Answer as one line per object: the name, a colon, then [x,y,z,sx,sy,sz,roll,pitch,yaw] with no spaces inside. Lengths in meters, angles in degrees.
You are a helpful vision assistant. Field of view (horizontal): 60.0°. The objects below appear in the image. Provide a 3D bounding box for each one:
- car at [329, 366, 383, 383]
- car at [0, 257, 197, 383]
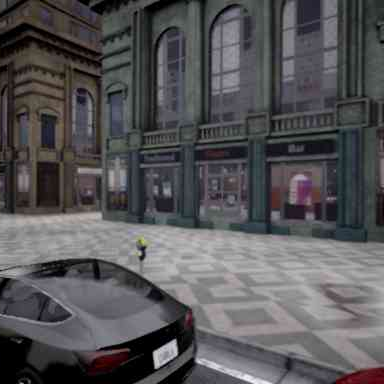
car: [2.648,1.551,1.072,4.507,1.381,1.887,0,0,35]
car: [-1.941,1.551,4.345,4.313,1.339,1.947,0,0,35]
